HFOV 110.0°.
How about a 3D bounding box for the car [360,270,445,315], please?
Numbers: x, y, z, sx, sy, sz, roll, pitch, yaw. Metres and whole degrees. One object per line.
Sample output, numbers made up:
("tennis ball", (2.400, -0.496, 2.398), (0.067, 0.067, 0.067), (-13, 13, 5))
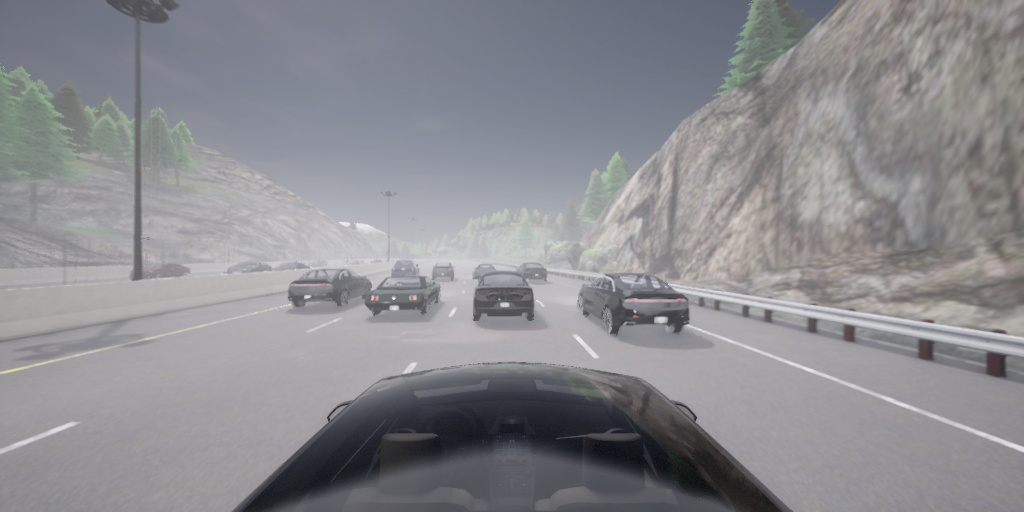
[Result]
("car", (-3.896, 1.374, 13.660), (1.895, 1.301, 4.718), (0, 0, -4))

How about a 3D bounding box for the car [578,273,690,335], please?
("car", (3.274, 1.245, 10.545), (2.128, 1.511, 4.902), (0, 0, -2))

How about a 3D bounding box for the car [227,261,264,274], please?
("car", (-24.187, 1.336, 33.420), (2.128, 1.511, 4.902), (0, 0, -10))

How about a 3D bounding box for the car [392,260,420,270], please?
("car", (-9.842, 1.163, 33.438), (2.097, 1.767, 4.553), (0, 0, -9))

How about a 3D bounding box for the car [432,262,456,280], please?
("car", (-5.980, 1.291, 31.503), (2.128, 1.511, 4.902), (0, 0, -9))

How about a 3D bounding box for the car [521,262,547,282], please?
("car", (1.486, 1.257, 28.918), (1.882, 1.535, 5.008), (0, 0, -8))

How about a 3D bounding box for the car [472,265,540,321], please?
("car", (-0.354, 1.242, 12.658), (1.882, 1.535, 5.008), (0, 0, -3))

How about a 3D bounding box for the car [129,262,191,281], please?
("car", (-31.003, 1.334, 31.756), (1.882, 1.535, 5.008), (0, 0, -10))

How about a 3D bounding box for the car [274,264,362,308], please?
("car", (-7.548, 1.275, 15.356), (2.128, 1.511, 4.902), (0, 0, -4))

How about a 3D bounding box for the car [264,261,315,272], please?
("car", (-20.661, 1.313, 33.559), (1.882, 1.535, 5.008), (0, 0, -10))
